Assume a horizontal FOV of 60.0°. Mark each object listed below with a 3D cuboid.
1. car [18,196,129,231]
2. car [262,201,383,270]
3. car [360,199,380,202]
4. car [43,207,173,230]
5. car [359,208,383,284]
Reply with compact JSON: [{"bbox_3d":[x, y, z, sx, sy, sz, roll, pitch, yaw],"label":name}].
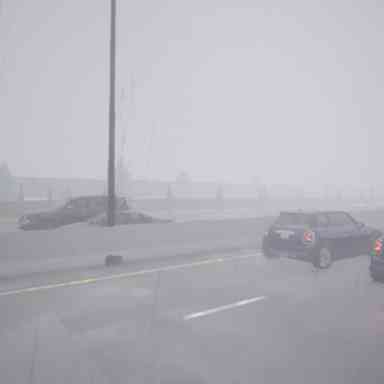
[{"bbox_3d":[-5.764,1.223,17.077,5.566,2.045,2.150,0,0,-35],"label":"car"},{"bbox_3d":[4.527,1.356,11.280,4.553,1.767,2.097,0,0,-36],"label":"car"},{"bbox_3d":[19.771,1.556,37.496,4.674,1.442,1.812,0,0,-25],"label":"car"},{"bbox_3d":[-3.297,1.549,14.540,5.357,1.411,2.033,0,0,-35],"label":"car"},{"bbox_3d":[6.510,1.356,8.396,4.553,1.767,2.097,0,0,-36],"label":"car"}]
